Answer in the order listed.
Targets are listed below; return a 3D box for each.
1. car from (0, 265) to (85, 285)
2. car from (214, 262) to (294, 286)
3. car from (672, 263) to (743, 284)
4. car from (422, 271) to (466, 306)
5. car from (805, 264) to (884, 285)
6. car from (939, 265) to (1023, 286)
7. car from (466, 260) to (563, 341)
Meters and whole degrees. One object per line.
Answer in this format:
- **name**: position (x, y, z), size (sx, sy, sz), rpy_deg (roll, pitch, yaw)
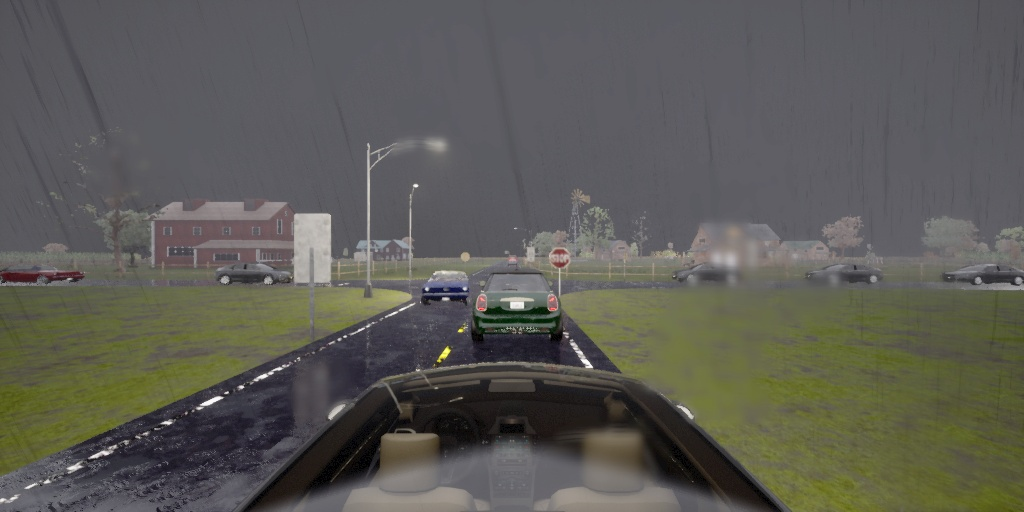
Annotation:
- **car**: position (-32.458, 1.258, 24.530), size (4.718, 1.301, 1.895), rpy_deg (0, 0, 1)
- **car**: position (-17.381, 1.200, 24.380), size (4.892, 1.490, 1.837), rpy_deg (1, 0, 1)
- **car**: position (14.648, 1.299, 27.023), size (4.892, 1.490, 1.837), rpy_deg (0, 0, 1)
- **car**: position (-2.792, 1.348, 15.921), size (1.895, 1.301, 4.718), rpy_deg (0, 0, -7)
- **car**: position (24.862, 1.338, 26.922), size (4.892, 1.490, 1.837), rpy_deg (0, 0, 1)
- **car**: position (35.165, 1.383, 26.812), size (4.892, 1.490, 1.837), rpy_deg (0, 0, 1)
- **car**: position (0.119, 1.101, 10.006), size (2.097, 1.767, 4.553), rpy_deg (0, 0, 0)
